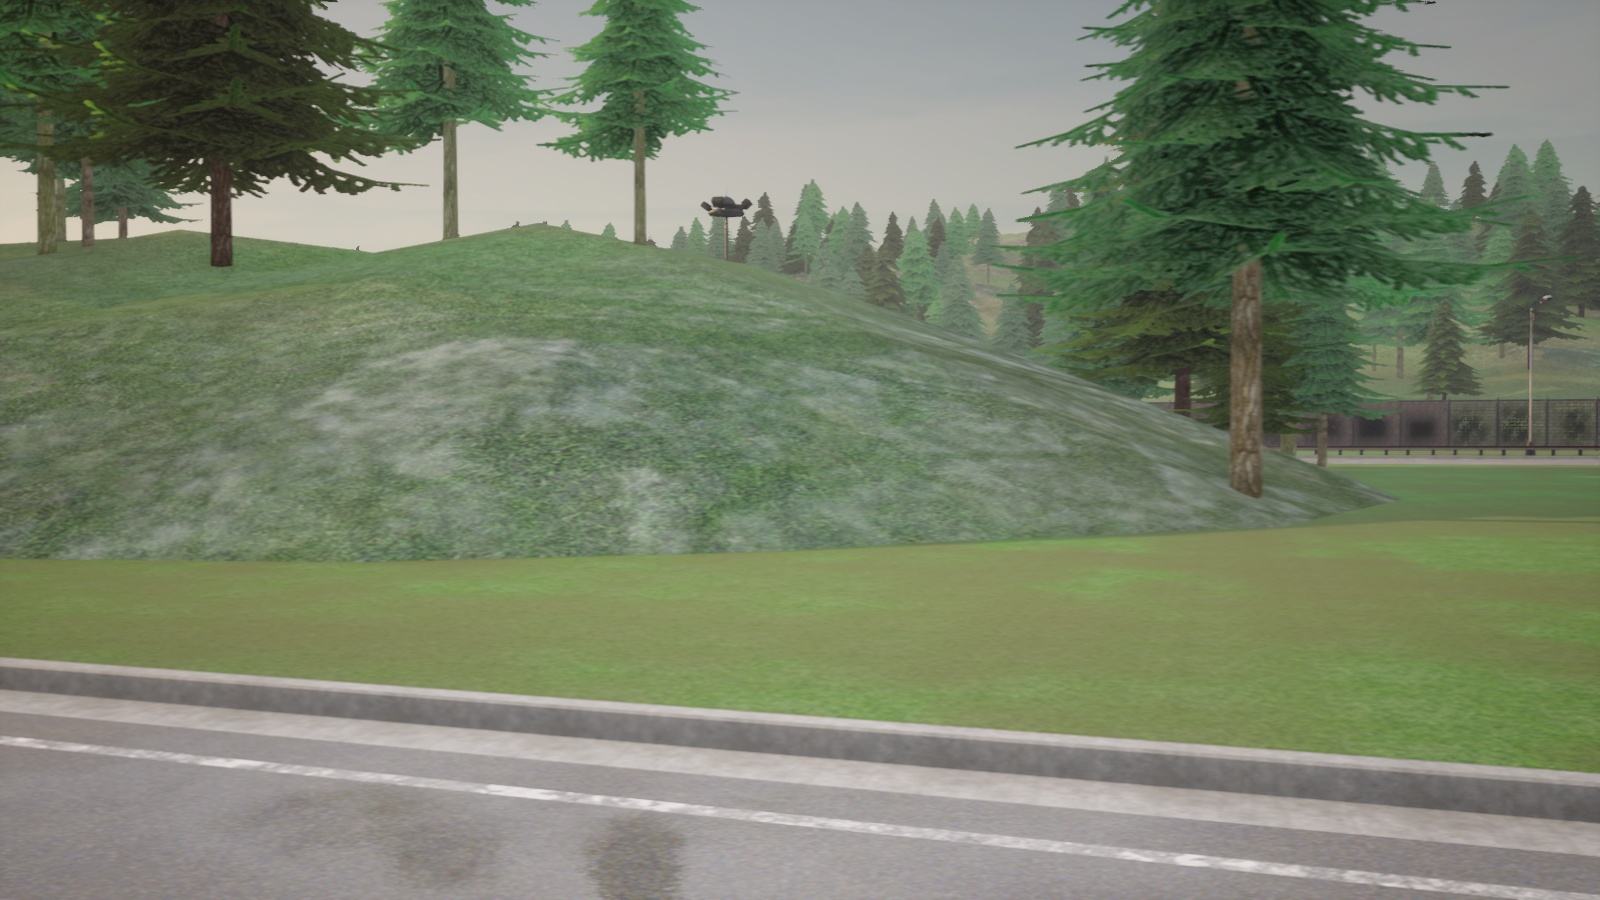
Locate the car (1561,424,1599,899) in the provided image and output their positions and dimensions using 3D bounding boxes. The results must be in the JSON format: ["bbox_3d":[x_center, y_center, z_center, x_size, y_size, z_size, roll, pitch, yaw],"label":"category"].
[{"bbox_3d":[4.346,0.755,1.730,5.366,1.575,1.801,1,1,18],"label":"car"}]
